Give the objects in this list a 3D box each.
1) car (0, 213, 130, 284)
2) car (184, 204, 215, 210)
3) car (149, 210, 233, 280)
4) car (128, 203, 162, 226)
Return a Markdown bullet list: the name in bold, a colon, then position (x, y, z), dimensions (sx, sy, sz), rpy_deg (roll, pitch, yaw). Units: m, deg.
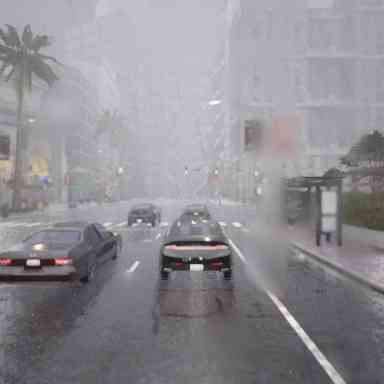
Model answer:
- **car**: position (-3.399, 1.565, 9.636), dimensions (2.033, 1.411, 5.357), rpy_deg (0, 0, 0)
- **car**: position (0.420, 1.547, 22.336), dimensions (1.837, 1.490, 4.892), rpy_deg (-1, 0, 6)
- **car**: position (0.103, 1.511, 10.037), dimensions (2.128, 1.511, 4.902), rpy_deg (0, 0, 0)
- **car**: position (-3.291, 1.550, 23.593), dimensions (1.837, 1.490, 4.892), rpy_deg (0, 0, 1)
